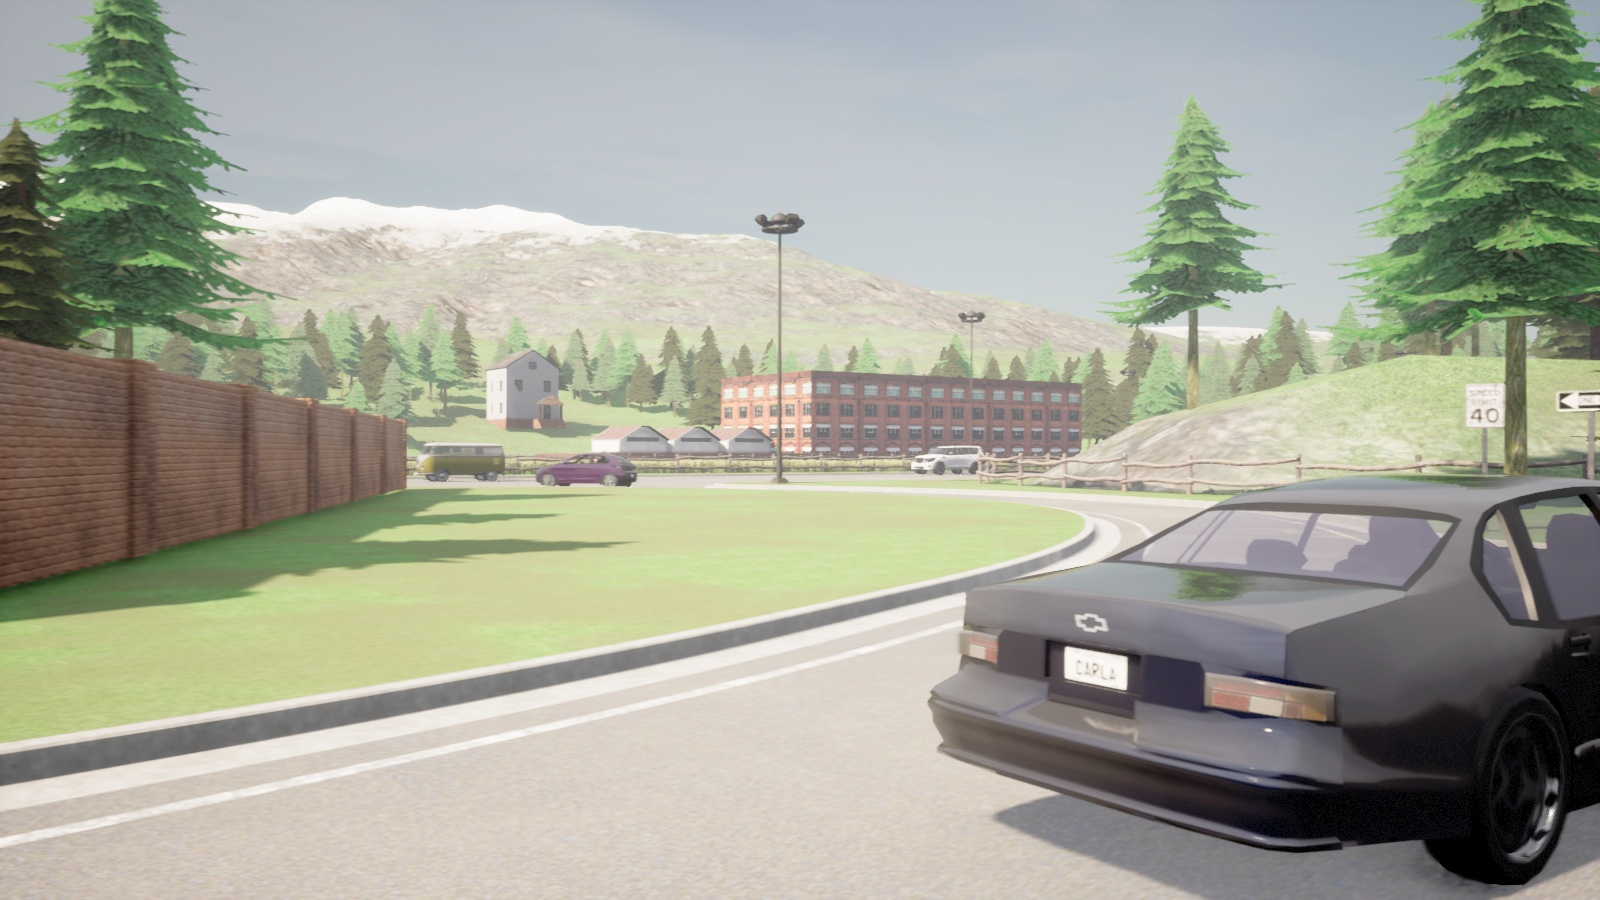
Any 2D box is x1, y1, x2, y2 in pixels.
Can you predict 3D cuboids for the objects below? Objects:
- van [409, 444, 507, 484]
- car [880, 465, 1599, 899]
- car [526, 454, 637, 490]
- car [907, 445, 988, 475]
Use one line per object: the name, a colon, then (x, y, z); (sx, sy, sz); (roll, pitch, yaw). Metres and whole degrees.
van: (-17.322, 0.690, 63.663); (4.442, 1.987, 1.775); (0, 0, -35)
car: (3.106, 0.800, 5.821); (5.357, 1.411, 2.033); (0, 0, -35)
car: (-9.119, 0.906, 52.420); (4.193, 1.474, 1.816); (0, 0, 13)
car: (10.253, 0.655, 86.995); (5.566, 2.045, 2.150); (0, 0, -34)
